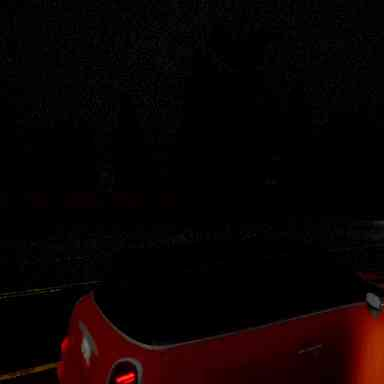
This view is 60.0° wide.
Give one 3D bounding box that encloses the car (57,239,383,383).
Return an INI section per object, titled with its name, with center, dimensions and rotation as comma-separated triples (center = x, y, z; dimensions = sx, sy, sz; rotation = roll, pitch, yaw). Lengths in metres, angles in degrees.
[car]
center = 0.947, 1.353, 3.861
dimensions = 4.553, 1.767, 2.097
rotation = 0, 0, -30
